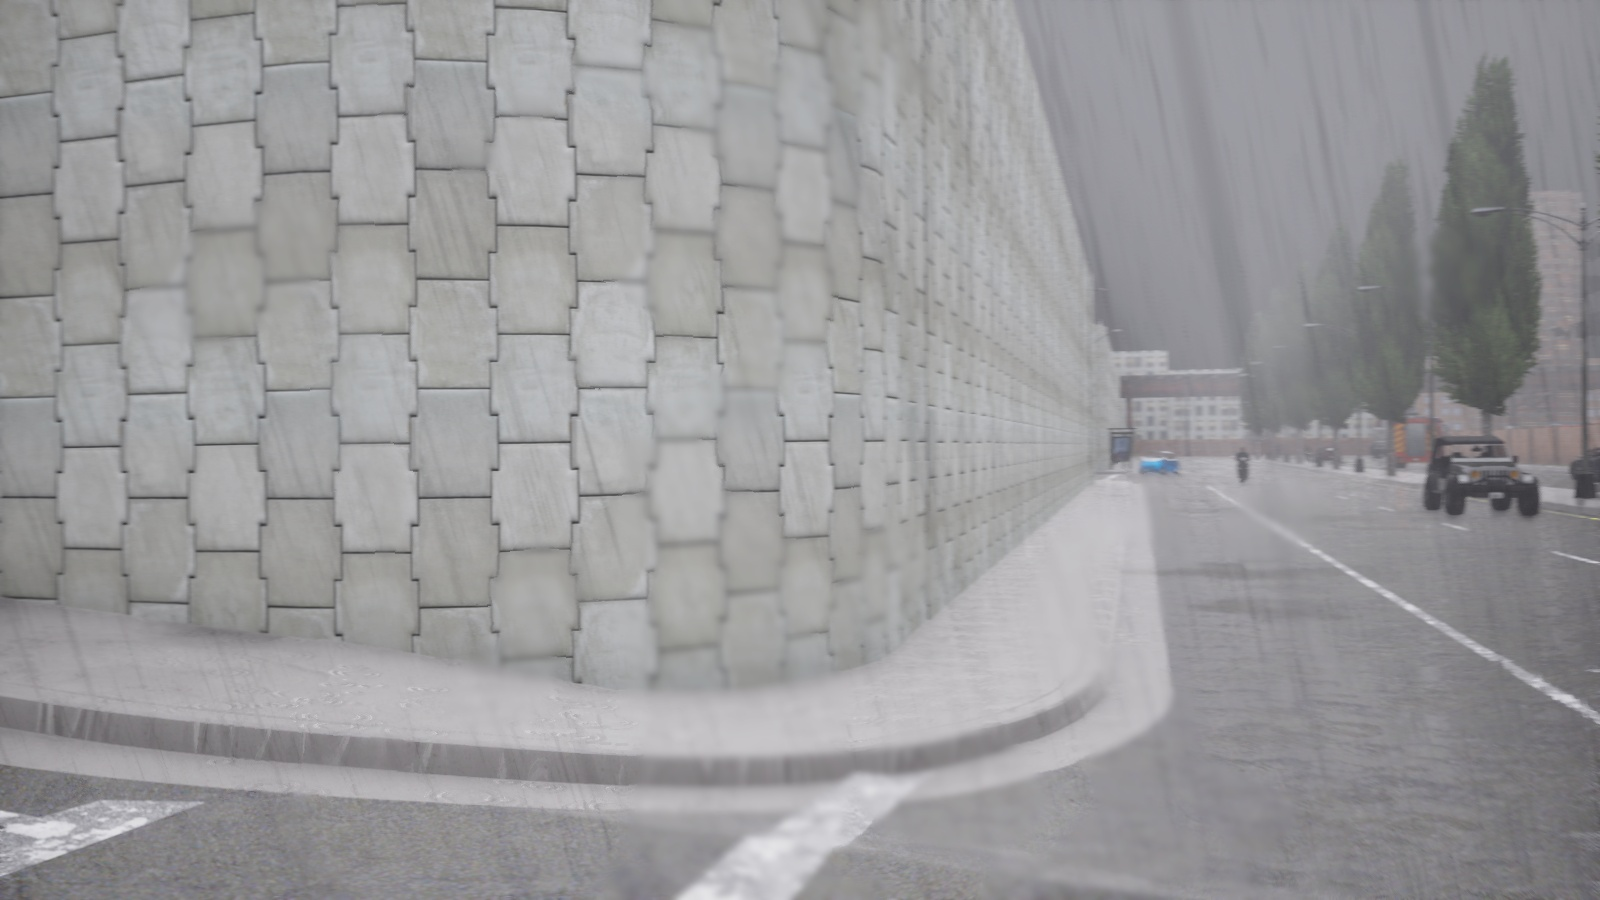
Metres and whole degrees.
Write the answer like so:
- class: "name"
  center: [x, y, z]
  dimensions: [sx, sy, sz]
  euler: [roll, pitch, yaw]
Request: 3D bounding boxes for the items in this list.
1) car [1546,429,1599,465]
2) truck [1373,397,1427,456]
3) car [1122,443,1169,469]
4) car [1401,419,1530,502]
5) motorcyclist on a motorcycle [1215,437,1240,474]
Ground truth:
- class: "car"
  center: [34.264, -0.146, 54.811]
  dimensions: [1.816, 1.474, 4.193]
  euler: [-2, 0, 14]
- class: "truck"
  center: [42.225, -1.628, 88.173]
  dimensions: [2.891, 3.827, 8.468]
  euler: [-2, 0, 28]
- class: "car"
  center: [19.162, 0.310, 69.584]
  dimensions: [2.207, 1.376, 1.481]
  euler: [-1, 1, -37]
- class: "car"
  center: [16.227, 0.232, 30.819]
  dimensions: [1.905, 1.878, 3.866]
  euler: [-2, 0, 14]
- class: "motorcyclist on a motorcycle"
  center: [19.152, 0.247, 56.249]
  dimensions: [0.866, 1.590, 1.817]
  euler: [-2, 1, 14]
